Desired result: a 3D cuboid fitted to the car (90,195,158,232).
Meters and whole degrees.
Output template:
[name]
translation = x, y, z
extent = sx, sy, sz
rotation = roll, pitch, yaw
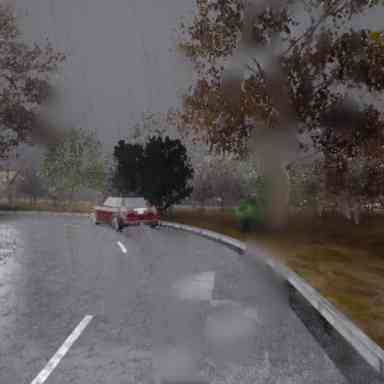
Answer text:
[car]
translation = -3.630, 0.915, 17.202
extent = 2.097, 1.767, 4.553
rotation = -1, 2, -35
